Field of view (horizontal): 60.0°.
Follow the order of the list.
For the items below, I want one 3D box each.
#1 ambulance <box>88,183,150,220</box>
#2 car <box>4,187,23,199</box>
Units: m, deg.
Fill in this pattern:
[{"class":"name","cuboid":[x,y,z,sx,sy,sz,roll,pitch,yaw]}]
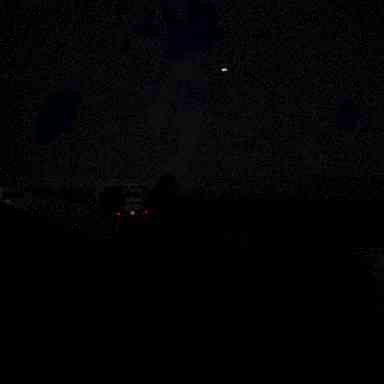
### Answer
[{"class":"ambulance","cuboid":[-5.537,0.596,23.933,2.351,2.431,6.366,-2,2,-36]},{"class":"car","cuboid":[-24.558,0.088,45.708,1.882,1.535,5.008,-2,3,-36]}]
